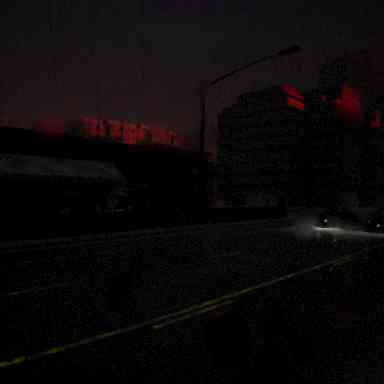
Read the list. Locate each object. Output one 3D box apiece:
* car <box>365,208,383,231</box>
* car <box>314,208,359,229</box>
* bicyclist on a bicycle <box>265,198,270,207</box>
[{"bbox_3d":[12.948,1.799,21.842,1.812,1.442,4.674,0,-1,45],"label":"car"},{"bbox_3d":[10.693,1.849,24.538,1.994,1.385,4.181,0,-1,45],"label":"car"},{"bbox_3d":[12.909,1.892,56.929,0.582,1.620,1.656,0,-1,43],"label":"bicyclist on a bicycle"}]
